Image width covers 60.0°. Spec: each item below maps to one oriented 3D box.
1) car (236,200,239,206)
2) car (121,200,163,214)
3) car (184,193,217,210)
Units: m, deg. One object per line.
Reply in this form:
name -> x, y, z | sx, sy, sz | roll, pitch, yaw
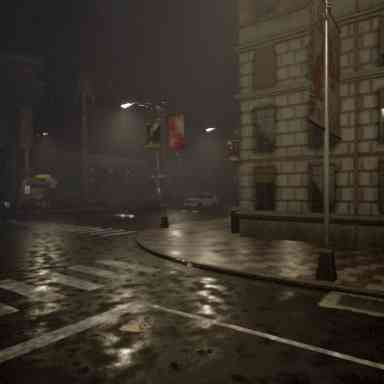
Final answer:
car -> 9.007, 1.477, 52.688 | 5.008, 1.535, 1.882 | 0, 0, -41
car -> -5.027, 1.547, 35.640 | 2.033, 1.411, 5.357 | 0, 0, 36
car -> 1.211, 1.221, 44.048 | 2.150, 2.045, 5.566 | 0, 0, 37
